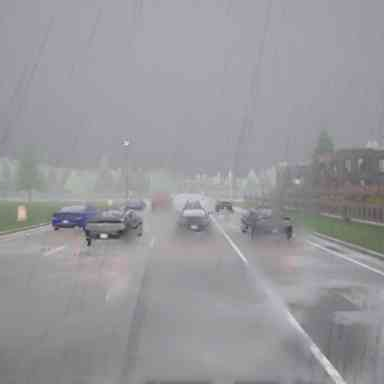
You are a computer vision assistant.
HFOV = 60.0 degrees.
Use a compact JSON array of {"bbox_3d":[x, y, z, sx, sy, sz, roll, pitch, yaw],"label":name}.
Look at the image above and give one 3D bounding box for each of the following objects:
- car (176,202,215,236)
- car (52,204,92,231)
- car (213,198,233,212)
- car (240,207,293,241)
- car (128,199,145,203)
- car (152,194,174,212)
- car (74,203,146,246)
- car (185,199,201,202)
[{"bbox_3d":[0.101,1.520,18.308,1.812,1.442,4.674,0,0,0],"label":"car"},{"bbox_3d":[-6.899,1.472,20.595,1.882,1.535,5.008,0,0,0],"label":"car"},{"bbox_3d":[3.602,1.492,38.595,1.837,1.490,4.892,0,0,0],"label":"car"},{"bbox_3d":[3.601,1.487,16.650,2.128,1.511,4.902,0,0,0],"label":"car"},{"bbox_3d":[-6.898,1.552,41.224,1.994,1.385,4.181,0,0,0],"label":"car"},{"bbox_3d":[-3.398,1.209,38.683,2.150,2.045,5.566,0,0,0],"label":"car"},{"bbox_3d":[-3.399,1.486,15.252,2.128,1.511,4.902,0,0,0],"label":"car"},{"bbox_3d":[0.102,1.552,39.337,1.994,1.385,4.181,0,0,0],"label":"car"}]
